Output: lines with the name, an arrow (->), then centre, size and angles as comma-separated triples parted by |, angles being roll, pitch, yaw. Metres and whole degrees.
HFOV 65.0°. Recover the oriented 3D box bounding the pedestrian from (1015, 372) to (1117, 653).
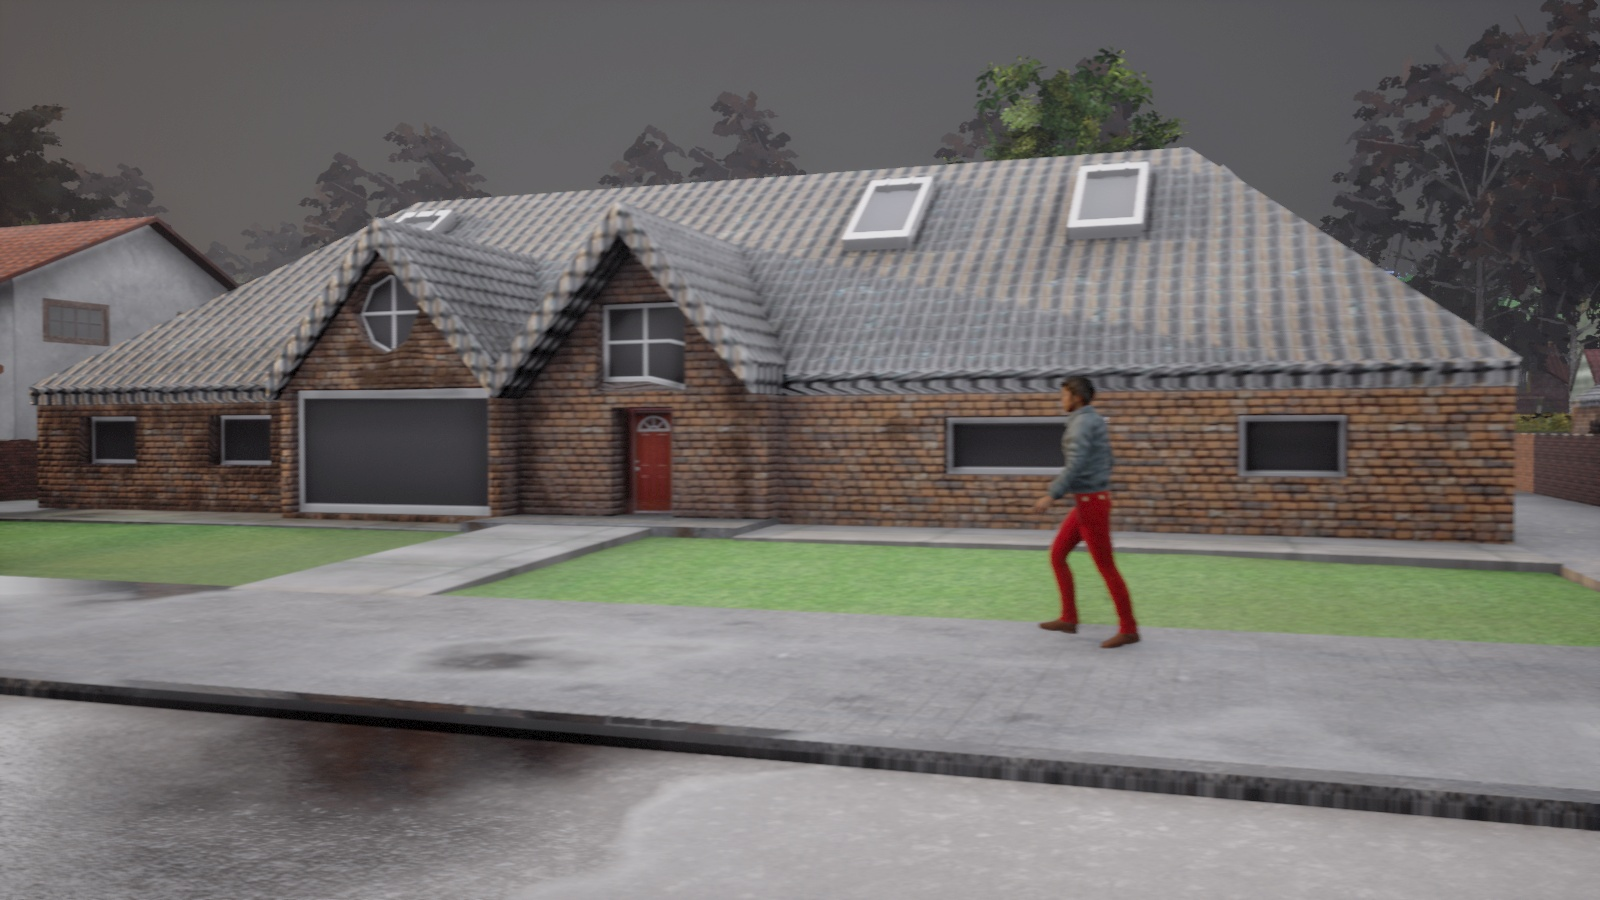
pedestrian -> 1.803, 0.407, 8.512 | 0.614, 1.847, 0.353 | 1, 1, 21
